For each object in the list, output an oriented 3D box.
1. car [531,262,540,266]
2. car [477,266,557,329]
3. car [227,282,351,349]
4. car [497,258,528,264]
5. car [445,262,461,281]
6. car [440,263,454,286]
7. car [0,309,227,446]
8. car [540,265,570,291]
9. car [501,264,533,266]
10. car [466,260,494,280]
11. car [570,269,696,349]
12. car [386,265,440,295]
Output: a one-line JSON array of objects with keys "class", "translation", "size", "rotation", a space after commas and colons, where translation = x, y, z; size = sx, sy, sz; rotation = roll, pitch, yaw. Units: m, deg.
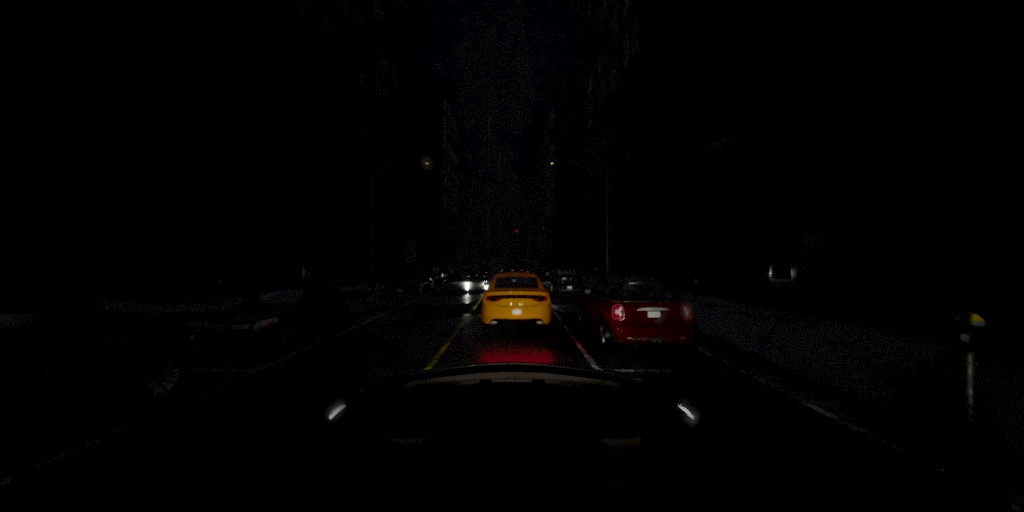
[{"class": "car", "translation": [2.928, 1.402, 31.177], "size": [1.948, 1.339, 4.313], "rotation": [0, 0, 0]}, {"class": "car", "translation": [0.122, 1.255, 11.458], "size": [1.882, 1.535, 5.008], "rotation": [0, 0, 0]}, {"class": "car", "translation": [-5.651, 1.352, 9.193], "size": [1.802, 1.307, 4.207], "rotation": [0, 0, 0]}, {"class": "car", "translation": [0.103, 1.190, 31.784], "size": [2.097, 1.767, 4.553], "rotation": [0, 0, 1]}, {"class": "car", "translation": [-5.597, 1.275, 31.198], "size": [1.967, 1.591, 4.097], "rotation": [0, 0, 0]}, {"class": "car", "translation": [-5.611, 1.401, 25.697], "size": [1.802, 1.307, 4.207], "rotation": [0, 0, 0]}, {"class": "car", "translation": [-5.665, 1.320, 3.692], "size": [1.948, 1.339, 4.313], "rotation": [0, 0, 0]}, {"class": "car", "translation": [2.901, 1.353, 20.174], "size": [2.007, 1.370, 4.403], "rotation": [0, 0, 0]}, {"class": "car", "translation": [0.144, 1.372, 21.830], "size": [1.994, 1.385, 4.181], "rotation": [0, 0, 1]}, {"class": "car", "translation": [-2.927, 1.379, 31.964], "size": [1.837, 1.490, 4.892], "rotation": [0, 0, 0]}, {"class": "car", "translation": [2.874, 1.211, 9.172], "size": [1.967, 1.591, 4.097], "rotation": [0, 0, 0]}, {"class": "car", "translation": [-5.624, 1.368, 20.195], "size": [1.948, 1.339, 4.313], "rotation": [0, 0, 0]}]
